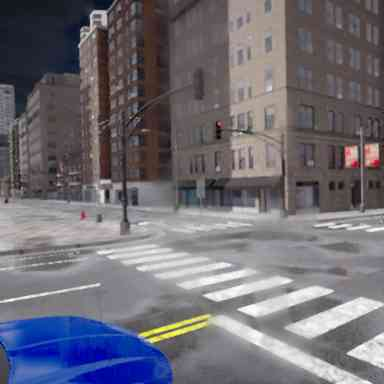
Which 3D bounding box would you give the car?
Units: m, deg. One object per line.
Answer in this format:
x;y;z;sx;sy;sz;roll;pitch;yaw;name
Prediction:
-2.393;1.489;1.738;5.008;1.535;1.882;-1;0;-36;car
